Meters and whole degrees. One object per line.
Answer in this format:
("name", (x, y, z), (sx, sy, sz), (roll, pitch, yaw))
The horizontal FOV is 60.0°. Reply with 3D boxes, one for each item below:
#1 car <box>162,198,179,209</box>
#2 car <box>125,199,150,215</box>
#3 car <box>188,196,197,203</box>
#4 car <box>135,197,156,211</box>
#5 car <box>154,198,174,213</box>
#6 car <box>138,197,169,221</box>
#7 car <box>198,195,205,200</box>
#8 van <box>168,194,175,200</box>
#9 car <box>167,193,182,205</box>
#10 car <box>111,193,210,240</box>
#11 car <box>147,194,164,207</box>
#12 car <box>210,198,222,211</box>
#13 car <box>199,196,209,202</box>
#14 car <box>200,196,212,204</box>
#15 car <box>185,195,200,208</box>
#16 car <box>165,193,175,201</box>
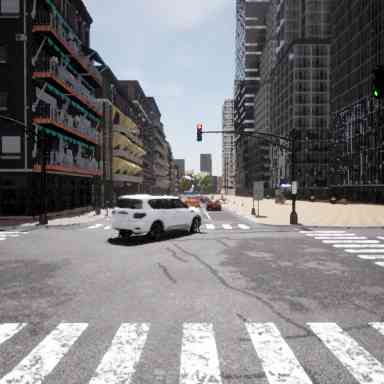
("car", (-3.077, 1.544, 47.965), (2.033, 1.411, 5.357), (0, 0, 0))
("car", (-5.690, 1.540, 35.384), (1.887, 1.381, 4.507), (-1, 0, 0))
("car", (0.129, 1.602, 69.719), (1.895, 1.301, 4.718), (0, 0, 0))
("car", (-5.690, 1.436, 41.033), (1.967, 1.590, 4.097), (-1, 0, 0))
("car", (-3.085, 1.501, 37.637), (1.837, 1.490, 4.892), (0, 0, 0))
("car", (-3.090, 1.348, 27.640), (2.097, 1.767, 4.553), (0, 0, 0))
("car", (2.674, 1.535, 92.099), (1.752, 1.417, 4.829), (-1, 0, 0))
("van", (-5.675, 1.350, 91.873), (1.690, 1.788, 3.998), (-1, 0, 0))
("car", (-3.032, 1.220, 58.283), (2.150, 2.045, 5.566), (0, 0, 1))
("car", (-1.617, 1.175, 17.161), (2.150, 2.045, 5.566), (2, 2, 34))
("car", (-5.688, 1.312, 52.332), (2.192, 1.841, 5.009), (-1, 0, 0))
("car", (2.659, 1.540, 41.088), (1.887, 1.381, 4.507), (-1, 0, 0))
("car", (2.670, 1.548, 74.982), (1.887, 1.381, 4.507), (-1, 0, 0))
("car", (2.666, 1.551, 63.684), (2.008, 1.369, 4.403), (-1, 0, 0))
("car", (0.114, 1.350, 49.850), (2.097, 1.767, 4.553), (0, 0, 0))
("car", (-5.678, 1.322, 86.225), (2.192, 1.841, 5.009), (-1, 0, 0))
